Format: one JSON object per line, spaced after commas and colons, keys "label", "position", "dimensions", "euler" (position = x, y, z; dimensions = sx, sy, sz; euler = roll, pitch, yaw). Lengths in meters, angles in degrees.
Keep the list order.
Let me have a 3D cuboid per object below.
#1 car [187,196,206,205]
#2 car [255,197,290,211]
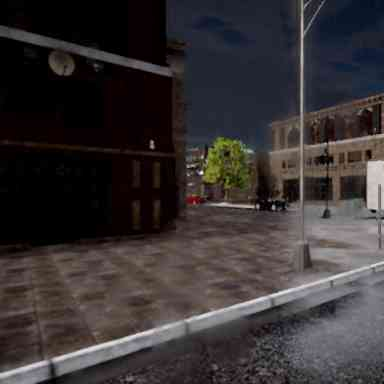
{"label": "car", "position": [0.567, 1.231, 51.532], "dimensions": [1.887, 1.381, 4.507], "euler": [0, 0, -27]}
{"label": "car", "position": [8.632, 1.261, 36.049], "dimensions": [2.008, 1.369, 4.403], "euler": [0, 0, -27]}
